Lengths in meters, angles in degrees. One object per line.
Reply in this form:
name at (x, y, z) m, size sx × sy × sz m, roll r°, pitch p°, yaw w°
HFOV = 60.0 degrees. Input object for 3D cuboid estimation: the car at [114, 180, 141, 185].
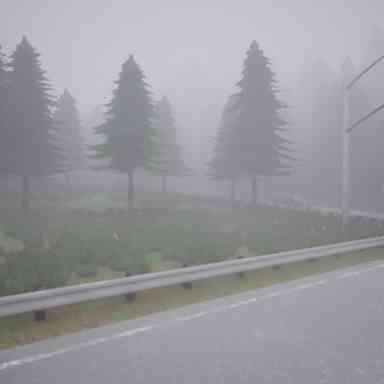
car at (-8.118, -0.815, 43.946) m, size 4.674 × 1.442 × 1.812 m, roll 4°, pitch 1°, yaw 8°

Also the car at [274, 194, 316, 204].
car at (10.186, 1.011, 33.254) m, size 1.812 × 1.442 × 4.674 m, roll 0°, pitch 3°, yaw -30°
